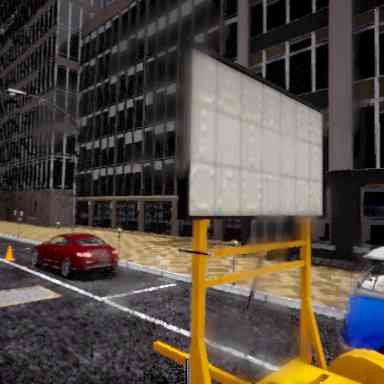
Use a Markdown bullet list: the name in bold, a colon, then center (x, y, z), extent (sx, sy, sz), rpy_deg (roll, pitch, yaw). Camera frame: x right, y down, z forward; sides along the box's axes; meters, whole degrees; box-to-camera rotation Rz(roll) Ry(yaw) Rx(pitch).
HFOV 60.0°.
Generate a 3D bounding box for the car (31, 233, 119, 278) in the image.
- **car**: center (-4.214, 2.098, 11.806), extent (4.206, 1.307, 1.802), rpy_deg (-2, -4, 45)

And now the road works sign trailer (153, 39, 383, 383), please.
- **road works sign trailer**: center (0.580, 0.660, 3.372), extent (2.880, 3.560, 2.380), rpy_deg (-2, -4, 45)

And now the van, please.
- **van**: center (3.887, 1.632, 3.818), extent (3.998, 1.788, 1.690), rpy_deg (-2, -4, 45)

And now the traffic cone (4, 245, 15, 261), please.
- **traffic cone**: center (-7.485, 2.493, 13.657), extent (0.340, 0.580, 0.340), rpy_deg (-2, -4, 45)
